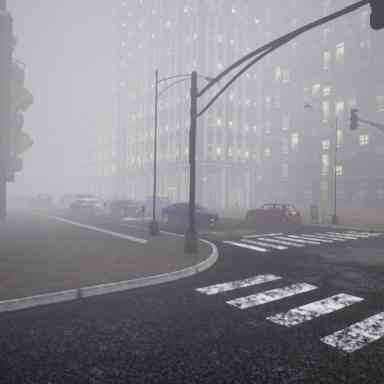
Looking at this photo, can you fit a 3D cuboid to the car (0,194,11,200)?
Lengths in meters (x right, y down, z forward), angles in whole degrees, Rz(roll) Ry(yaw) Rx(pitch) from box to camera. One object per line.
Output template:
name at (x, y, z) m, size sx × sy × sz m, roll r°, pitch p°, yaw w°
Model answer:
car at (-46.777, 1.365, 83.416) m, size 1.752 × 1.417 × 4.829 m, roll 1°, pitch -1°, yaw -35°

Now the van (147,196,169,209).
van at (-4.070, 1.382, 37.739) m, size 1.690 × 1.788 × 3.998 m, roll 1°, pitch -1°, yaw -35°

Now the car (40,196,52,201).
car at (-36.772, 1.570, 83.796) m, size 1.802 × 1.307 × 4.206 m, roll 1°, pitch -1°, yaw -35°

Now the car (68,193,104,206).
car at (-12.780, 1.141, 40.047) m, size 2.150 × 2.045 × 5.566 m, roll 1°, pitch -1°, yaw -35°

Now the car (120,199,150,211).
car at (-7.343, 1.584, 42.343) m, size 2.008 × 1.369 × 4.403 m, roll 1°, pitch -1°, yaw -35°

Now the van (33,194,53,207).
van at (-20.712, 1.197, 46.707) m, size 1.690 × 1.788 × 3.998 m, roll 1°, pitch -1°, yaw -35°

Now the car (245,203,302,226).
car at (5.738, 1.505, 23.920) m, size 1.967 × 1.590 × 4.097 m, roll 1°, pitch -1°, yaw -35°

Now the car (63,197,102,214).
car at (-10.906, 1.427, 32.887) m, size 2.008 × 1.369 × 4.403 m, roll 1°, pitch -1°, yaw -35°

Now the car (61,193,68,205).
car at (-20.525, 1.181, 56.276) m, size 2.150 × 2.045 × 5.566 m, roll 1°, pitch -1°, yaw -35°

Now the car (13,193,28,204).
car at (-30.521, 1.155, 60.525) m, size 2.192 × 1.841 × 5.009 m, roll 1°, pitch -1°, yaw -35°

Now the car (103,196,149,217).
car at (-6.180, 1.438, 30.706) m, size 1.837 × 1.490 × 4.892 m, roll 1°, pitch -1°, yaw -35°

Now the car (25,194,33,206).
car at (-23.986, 1.432, 51.310) m, size 1.802 × 1.307 × 4.206 m, roll 1°, pitch -1°, yaw -35°

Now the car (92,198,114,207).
car at (-13.884, 1.586, 51.554) m, size 1.947 × 1.339 × 4.313 m, roll 1°, pitch -1°, yaw -35°

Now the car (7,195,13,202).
car at (-37.064, 1.396, 69.734) m, size 1.947 × 1.339 × 4.313 m, roll 1°, pitch -1°, yaw -35°

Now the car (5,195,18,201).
car at (-40.333, 1.377, 74.340) m, size 2.008 × 1.369 × 4.403 m, roll 1°, pitch -1°, yaw -35°

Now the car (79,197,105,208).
car at (-14.464, 1.519, 47.810) m, size 2.033 × 1.411 × 5.357 m, roll 1°, pitch -1°, yaw -35°

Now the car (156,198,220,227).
car at (-0.205, 1.425, 22.285) m, size 1.882 × 1.535 × 5.008 m, roll 1°, pitch -1°, yaw -36°
